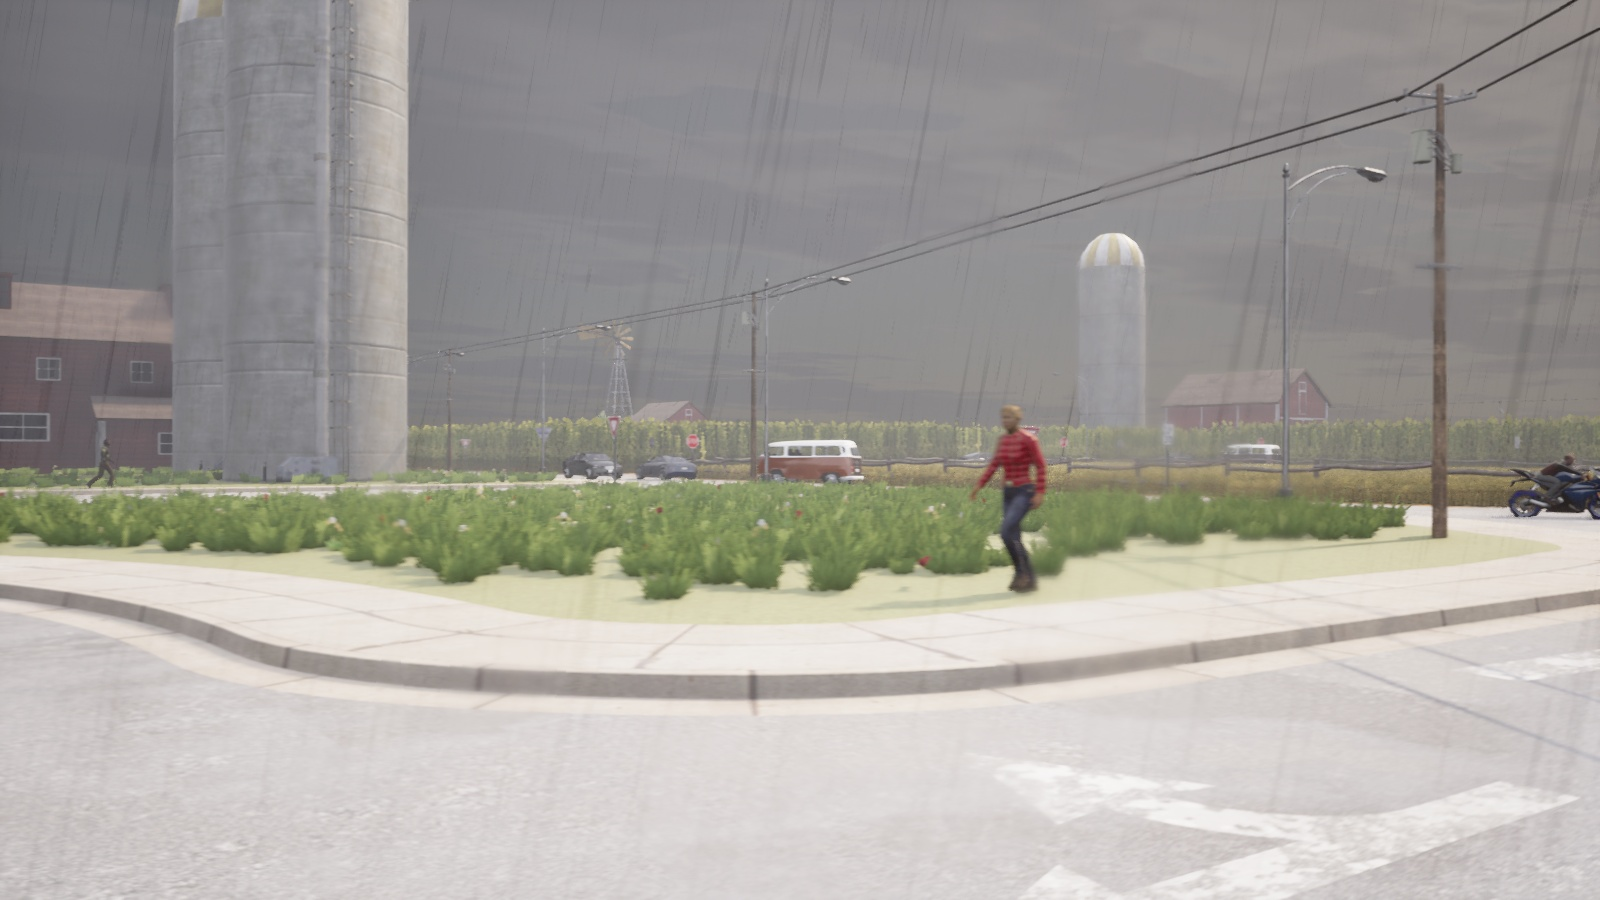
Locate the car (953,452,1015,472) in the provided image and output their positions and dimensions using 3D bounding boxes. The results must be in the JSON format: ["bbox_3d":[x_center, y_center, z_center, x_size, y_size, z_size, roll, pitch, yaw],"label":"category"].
[{"bbox_3d":[14.394,0.886,98.191,4.892,1.490,1.837,-1,0,-34],"label":"car"}]

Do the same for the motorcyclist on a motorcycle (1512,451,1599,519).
[{"bbox_3d":[17.712,0.801,29.001,2.191,1.530,0.866,0,-1,31],"label":"motorcyclist on a motorcycle"}]

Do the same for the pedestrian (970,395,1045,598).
[{"bbox_3d":[1.946,0.425,11.744,0.636,1.846,0.331,0,0,-35],"label":"pedestrian"}]

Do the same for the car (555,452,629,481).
[{"bbox_3d":[-11.351,0.892,68.289,2.128,1.511,4.902,0,0,-34],"label":"car"}]

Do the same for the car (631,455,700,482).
[{"bbox_3d":[-7.391,0.993,68.679,1.994,1.385,4.181,0,0,-35],"label":"car"}]

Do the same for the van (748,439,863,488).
[{"bbox_3d":[0.252,0.598,53.639,4.480,2.038,2.069,0,-1,20],"label":"van"}]

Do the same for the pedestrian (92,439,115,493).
[{"bbox_3d":[-24.676,0.561,44.516,0.692,1.930,0.395,0,0,-32],"label":"pedestrian"}]
